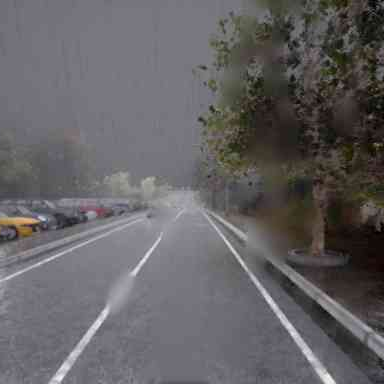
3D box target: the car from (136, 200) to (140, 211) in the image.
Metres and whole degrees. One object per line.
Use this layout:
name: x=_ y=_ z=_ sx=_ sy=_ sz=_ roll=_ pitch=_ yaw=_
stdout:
car: x=-10.334 y=2.201 z=47.404 sx=4.792 sy=1.488 sz=2.163 roll=0 pitch=-2 yaw=0

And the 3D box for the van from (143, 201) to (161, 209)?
van: x=-10.392 y=3.311 z=86.229 sx=4.442 sy=1.987 sz=1.878 roll=0 pitch=-2 yaw=0

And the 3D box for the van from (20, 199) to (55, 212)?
van: x=-23.266 y=2.017 z=50.189 sx=4.442 sy=1.987 sz=1.878 roll=0 pitch=-2 yaw=0

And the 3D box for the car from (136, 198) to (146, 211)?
car: x=-10.331 y=1.990 z=50.163 sx=5.566 sy=2.045 sz=2.435 roll=0 pitch=-2 yaw=0

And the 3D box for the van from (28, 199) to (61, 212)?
van: x=-23.497 y=2.121 z=53.090 sx=4.442 sy=1.987 sz=1.878 roll=0 pitch=-2 yaw=0

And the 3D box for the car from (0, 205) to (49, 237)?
car: x=-10.335 y=1.577 z=16.870 sx=5.008 sy=1.535 sz=2.097 roll=0 pitch=-1 yaw=0

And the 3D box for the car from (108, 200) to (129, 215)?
car: x=-10.281 y=2.036 z=39.069 sx=4.792 sy=1.488 sz=2.163 roll=0 pitch=-1 yaw=0

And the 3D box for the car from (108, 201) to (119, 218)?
car: x=-10.321 y=1.897 z=33.520 sx=5.008 sy=1.535 sz=2.097 roll=0 pitch=-1 yaw=0

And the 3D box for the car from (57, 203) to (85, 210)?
car: x=-23.370 y=2.784 z=64.155 sx=4.674 sy=1.452 sz=2.002 roll=0 pitch=-2 yaw=0

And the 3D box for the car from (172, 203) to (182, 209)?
car: x=-3.263 y=3.198 z=74.464 sx=1.895 sy=1.301 sz=4.718 roll=0 pitch=-2 yaw=0

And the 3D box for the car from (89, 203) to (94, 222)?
car: x=-10.351 y=1.761 z=25.193 sx=4.792 sy=1.488 sz=2.163 roll=0 pitch=-1 yaw=0

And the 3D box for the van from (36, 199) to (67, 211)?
van: x=-23.495 y=2.216 z=55.734 sx=4.442 sy=1.987 sz=1.878 roll=0 pitch=-2 yaw=0

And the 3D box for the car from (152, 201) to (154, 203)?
car: x=-10.261 y=2.614 z=64.030 sx=4.553 sy=1.767 sz=2.185 roll=0 pitch=-2 yaw=0

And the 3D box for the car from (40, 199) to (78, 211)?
car: x=-23.348 y=2.290 z=58.503 sx=5.566 sy=2.045 sz=2.435 roll=0 pitch=-2 yaw=0

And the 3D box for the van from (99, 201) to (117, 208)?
van: x=-23.243 y=3.516 z=91.864 sx=4.442 sy=1.987 sz=1.878 roll=0 pitch=-2 yaw=0

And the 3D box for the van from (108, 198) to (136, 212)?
van: x=-10.191 y=1.891 z=44.627 sx=4.442 sy=1.987 sz=1.878 roll=0 pitch=-1 yaw=0

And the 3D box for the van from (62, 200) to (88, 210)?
van: x=-23.487 y=2.613 z=66.807 sx=4.442 sy=1.987 sz=1.878 roll=0 pitch=-2 yaw=0

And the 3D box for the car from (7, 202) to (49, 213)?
car: x=-23.390 y=2.175 z=47.564 sx=5.008 sy=1.535 sz=2.097 roll=0 pitch=-1 yaw=0

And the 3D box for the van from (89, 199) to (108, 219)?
van: x=-10.434 y=1.616 z=30.749 sx=4.442 sy=1.987 sz=1.878 roll=0 pitch=-1 yaw=0

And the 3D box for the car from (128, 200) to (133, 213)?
car: x=-10.312 y=2.102 z=41.846 sx=4.674 sy=1.452 sz=2.002 roll=0 pitch=-1 yaw=0

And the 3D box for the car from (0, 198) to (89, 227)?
car: x=-10.296 y=1.426 z=22.422 sx=5.566 sy=2.045 sz=2.435 roll=0 pitch=-1 yaw=0

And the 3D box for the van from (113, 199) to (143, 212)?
van: x=-10.184 y=2.115 z=52.936 sx=4.442 sy=1.987 sz=1.878 roll=0 pitch=-2 yaw=0

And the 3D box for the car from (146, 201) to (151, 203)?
car: x=-10.291 y=2.540 z=58.477 sx=5.008 sy=1.535 sz=2.097 roll=0 pitch=-2 yaw=0

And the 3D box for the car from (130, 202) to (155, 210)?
car: x=-10.282 y=2.940 z=69.575 sx=4.892 sy=1.521 sz=2.231 roll=0 pitch=-2 yaw=0

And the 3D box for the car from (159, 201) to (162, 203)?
car: x=-10.099 y=3.135 z=75.123 sx=5.366 sy=1.575 sz=1.946 roll=0 pitch=-2 yaw=0

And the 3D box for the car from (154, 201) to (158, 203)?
car: x=-10.105 y=2.836 z=66.800 sx=5.366 sy=1.575 sz=1.946 roll=0 pitch=-2 yaw=0

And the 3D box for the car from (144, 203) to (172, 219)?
car: x=-3.339 y=2.009 z=33.423 sx=1.895 sy=1.301 sz=4.718 roll=0 pitch=-1 yaw=0

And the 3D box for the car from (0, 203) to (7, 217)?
car: x=-23.387 y=1.957 z=36.486 sx=4.892 sy=1.521 sz=2.231 roll=0 pitch=-1 yaw=0

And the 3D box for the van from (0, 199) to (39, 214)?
van: x=-23.270 y=1.895 z=44.799 sx=4.442 sy=1.987 sz=1.878 roll=0 pitch=-1 yaw=0

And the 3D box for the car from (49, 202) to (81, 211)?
car: x=-23.369 y=2.644 z=61.387 sx=5.008 sy=1.535 sz=2.097 roll=0 pitch=-2 yaw=0

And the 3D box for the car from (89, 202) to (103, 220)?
car: x=-10.322 y=1.827 z=27.968 sx=4.674 sy=1.452 sz=2.002 roll=0 pitch=-1 yaw=0

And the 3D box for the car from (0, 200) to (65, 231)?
car: x=-10.357 y=1.499 z=19.649 sx=4.553 sy=1.767 sz=2.185 roll=0 pitch=-1 yaw=0

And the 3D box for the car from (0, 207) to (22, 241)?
car: x=-10.336 y=1.539 z=14.098 sx=4.892 sy=1.521 sz=2.231 roll=0 pitch=-1 yaw=0
